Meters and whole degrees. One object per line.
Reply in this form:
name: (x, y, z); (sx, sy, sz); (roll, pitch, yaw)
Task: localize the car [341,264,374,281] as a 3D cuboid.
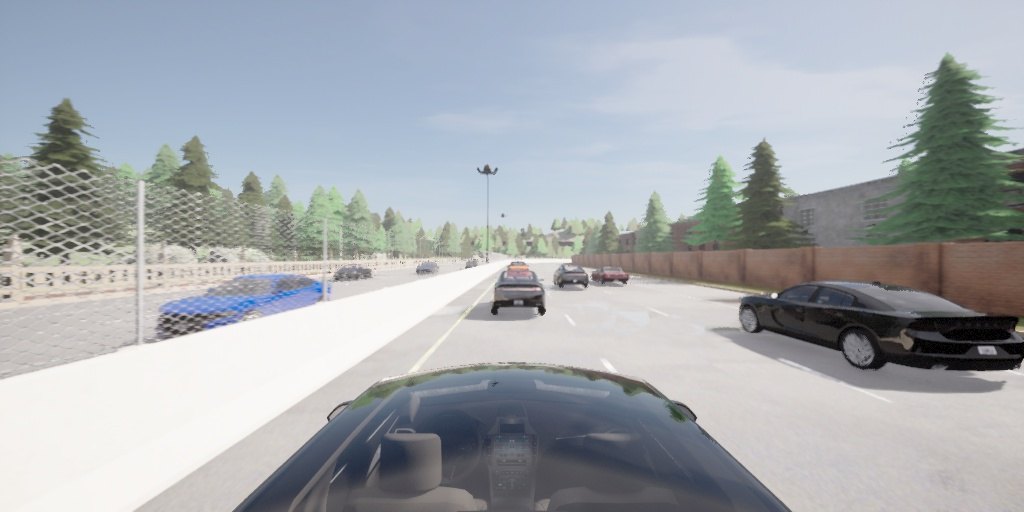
car: (-13.681, 1.388, 31.128); (1.994, 1.385, 4.181); (0, 0, 1)

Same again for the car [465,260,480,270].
car: (-6.182, 1.463, 56.467); (1.837, 1.490, 4.892); (0, 0, 1)

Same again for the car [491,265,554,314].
car: (0.244, 1.287, 13.932); (2.128, 1.511, 4.902); (0, 0, 1)

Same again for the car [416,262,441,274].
car: (-9.979, 1.424, 43.203); (2.033, 1.411, 5.357); (0, 0, 1)

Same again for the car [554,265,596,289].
car: (3.905, 1.334, 24.287); (2.128, 1.511, 4.902); (0, 0, 1)

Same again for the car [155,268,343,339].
car: (-7.018, 1.241, 10.120); (1.882, 1.535, 5.008); (0, 0, 1)

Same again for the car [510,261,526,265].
car: (0.548, 1.217, 33.301); (2.097, 1.767, 4.553); (0, 0, 1)

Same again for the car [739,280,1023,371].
car: (7.158, 1.267, 7.854); (1.882, 1.535, 5.008); (0, 0, 1)

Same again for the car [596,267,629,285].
car: (7.459, 1.463, 27.721); (1.895, 1.301, 4.718); (0, 0, 1)
